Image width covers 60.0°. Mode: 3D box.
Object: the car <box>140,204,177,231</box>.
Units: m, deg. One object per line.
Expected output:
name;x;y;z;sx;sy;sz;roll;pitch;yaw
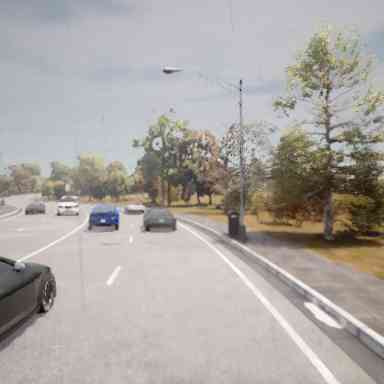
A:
car;-2.210;1.705;22.008;1.994;1.385;4.181;0;0;-11

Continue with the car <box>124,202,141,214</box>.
car;-6.944;1.863;39.609;1.895;1.301;4.718;0;0;-19

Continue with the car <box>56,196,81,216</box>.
car;-13.196;1.470;35.722;2.150;2.045;5.566;0;0;-19

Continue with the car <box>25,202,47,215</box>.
car;-17.637;1.833;37.702;1.994;1.385;4.181;0;0;-20

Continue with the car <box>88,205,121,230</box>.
car;-5.906;1.633;22.689;1.882;1.535;5.008;0;0;-11

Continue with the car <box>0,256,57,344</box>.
car;-3.675;1.609;5.064;1.994;1.385;4.181;0;0;-2
